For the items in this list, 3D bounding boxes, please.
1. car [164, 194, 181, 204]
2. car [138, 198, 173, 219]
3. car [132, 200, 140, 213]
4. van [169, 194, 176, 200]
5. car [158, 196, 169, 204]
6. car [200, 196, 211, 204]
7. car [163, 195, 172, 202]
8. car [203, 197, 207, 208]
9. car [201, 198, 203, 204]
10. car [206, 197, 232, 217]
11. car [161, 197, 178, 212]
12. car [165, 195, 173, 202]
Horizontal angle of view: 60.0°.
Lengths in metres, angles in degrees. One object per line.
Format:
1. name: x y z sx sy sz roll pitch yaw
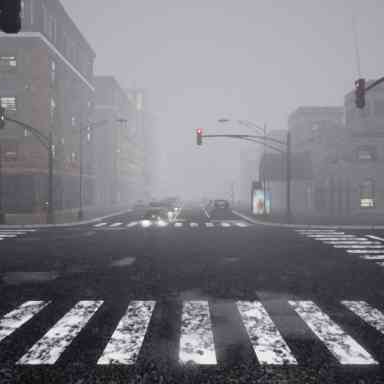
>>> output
1. car: -3.062 1.526 49.683 1.837 1.490 4.892 0 0 0
2. car: -3.084 1.552 29.275 2.033 1.411 5.357 0 0 0
3. car: -5.674 1.561 37.529 2.008 1.369 4.403 0 0 0
4. van: -5.642 1.430 94.496 1.690 1.788 3.998 -1 0 0
5. car: -5.657 1.565 65.843 1.752 1.417 4.829 0 0 0
6. car: 2.724 1.591 66.020 2.008 1.369 4.403 -1 0 0
7. car: -5.652 1.497 77.405 1.967 1.590 4.097 0 0 0
8. car: 2.710 1.597 43.233 1.802 1.307 4.206 0 0 0
9. car: 2.714 1.571 48.930 2.008 1.369 4.403 0 0 0
10. car: 2.703 1.446 31.839 1.967 1.590 4.097 0 0 0
11. car: -3.080 1.576 39.280 1.994 1.385 4.181 0 0 -1
12. car: -5.647 1.592 82.932 1.752 1.417 4.829 -1 0 0
